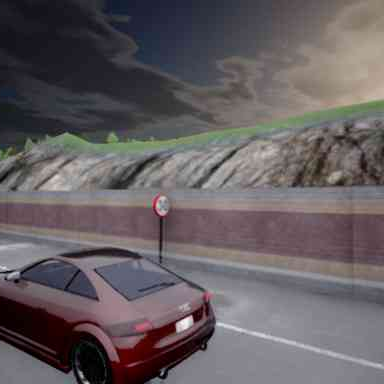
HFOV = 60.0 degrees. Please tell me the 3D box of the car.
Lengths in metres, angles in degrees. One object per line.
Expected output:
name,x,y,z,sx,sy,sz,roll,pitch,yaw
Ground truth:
car,-1.722,1.586,5.224,4.181,1.385,1.994,0,0,35
